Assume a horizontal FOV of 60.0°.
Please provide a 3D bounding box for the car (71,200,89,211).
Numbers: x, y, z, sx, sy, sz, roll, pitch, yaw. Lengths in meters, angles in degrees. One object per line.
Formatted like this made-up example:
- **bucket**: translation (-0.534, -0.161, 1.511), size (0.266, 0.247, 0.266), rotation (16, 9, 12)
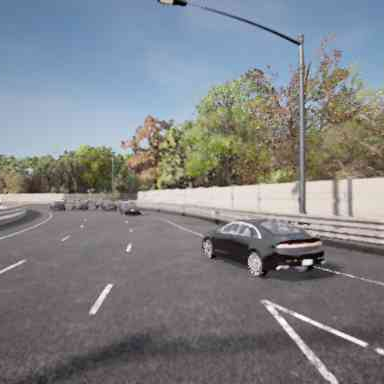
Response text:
- **car**: translation (-18.599, 2.316, 55.258), size (2.033, 1.411, 5.357), rotation (0, -1, -32)

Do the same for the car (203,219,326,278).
- **car**: translation (1.983, 1.608, 10.684), size (2.128, 1.511, 4.902), rotation (0, -1, -23)

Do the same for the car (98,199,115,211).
- **car**: translation (-12.906, 2.187, 51.953), size (2.128, 1.511, 4.902), rotation (0, -1, -23)

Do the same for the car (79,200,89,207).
- **car**: translation (-24.530, 2.572, 75.658), size (2.128, 1.511, 4.902), rotation (0, -1, -17)

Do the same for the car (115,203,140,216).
- **car**: translation (-7.635, 2.087, 40.315), size (1.994, 1.385, 4.181), rotation (0, -1, -22)

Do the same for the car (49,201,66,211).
- **car**: translation (-21.614, 2.271, 53.480), size (1.837, 1.490, 4.892), rotation (0, -1, -32)

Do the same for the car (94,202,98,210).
- **car**: translation (-15.236, 2.272, 56.645), size (1.837, 1.490, 4.892), rotation (0, -1, -33)
